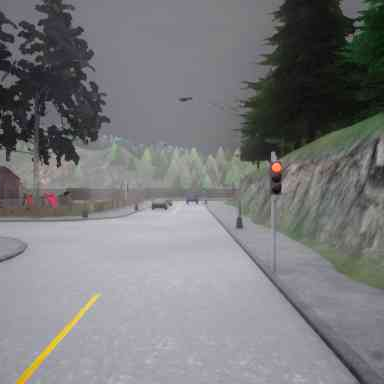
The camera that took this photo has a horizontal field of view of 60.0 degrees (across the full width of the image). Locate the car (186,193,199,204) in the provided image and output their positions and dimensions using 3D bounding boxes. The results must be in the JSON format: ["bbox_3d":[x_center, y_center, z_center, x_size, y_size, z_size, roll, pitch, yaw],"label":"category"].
[{"bbox_3d":[0.051,1.216,62.528,2.150,2.045,5.566,0,0,0],"label":"car"}]

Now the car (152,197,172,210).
[{"bbox_3d":[-4.064,1.474,42.896,1.882,1.535,5.008,0,0,0],"label":"car"}]
